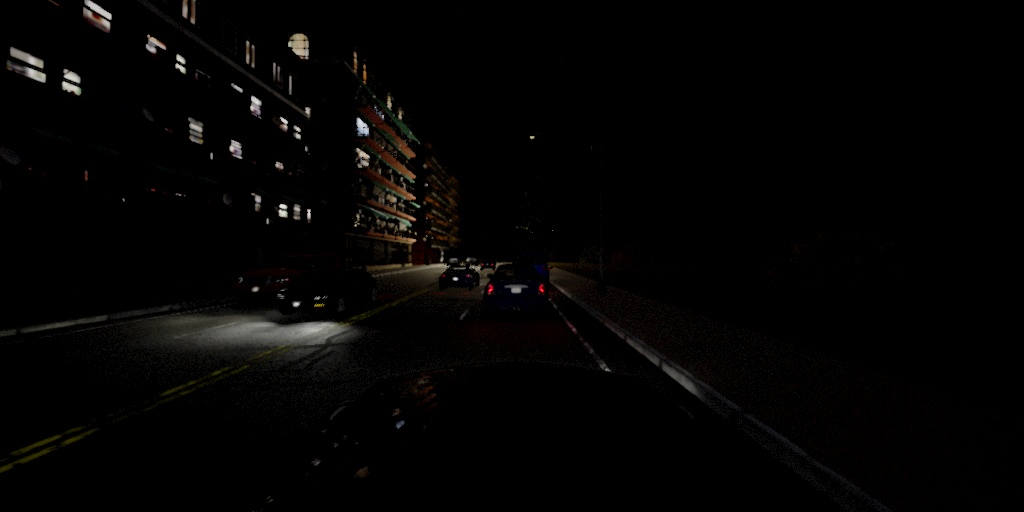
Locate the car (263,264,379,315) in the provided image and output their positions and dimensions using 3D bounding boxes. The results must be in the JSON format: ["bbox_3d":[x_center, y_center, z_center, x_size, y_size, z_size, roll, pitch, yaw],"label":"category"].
[{"bbox_3d":[-6.565,1.202,13.349,1.837,1.490,4.892,0,0,0],"label":"car"}]

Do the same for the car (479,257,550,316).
[{"bbox_3d":[0.135,1.053,13.135,2.097,1.767,4.553,0,1,0],"label":"car"}]

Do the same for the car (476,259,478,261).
[{"bbox_3d":[-3.005,1.088,46.402,2.033,1.411,5.357,0,0,0],"label":"car"}]

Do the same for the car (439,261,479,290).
[{"bbox_3d":[-3.086,1.223,21.610,1.994,1.385,4.181,0,0,0],"label":"car"}]

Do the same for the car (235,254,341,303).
[{"bbox_3d":[-9.805,0.905,16.474,2.150,2.045,5.566,0,0,0],"label":"car"}]

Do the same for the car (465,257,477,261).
[{"bbox_3d":[-6.386,0.983,57.043,2.128,1.511,4.902,0,0,1],"label":"car"}]

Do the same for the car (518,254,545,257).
[{"bbox_3d":[1.207,0.875,23.485,2.150,2.045,5.566,0,0,0],"label":"car"}]

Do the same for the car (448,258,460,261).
[{"bbox_3d":[-9.615,1.043,59.406,1.994,1.385,4.181,0,0,1],"label":"car"}]
